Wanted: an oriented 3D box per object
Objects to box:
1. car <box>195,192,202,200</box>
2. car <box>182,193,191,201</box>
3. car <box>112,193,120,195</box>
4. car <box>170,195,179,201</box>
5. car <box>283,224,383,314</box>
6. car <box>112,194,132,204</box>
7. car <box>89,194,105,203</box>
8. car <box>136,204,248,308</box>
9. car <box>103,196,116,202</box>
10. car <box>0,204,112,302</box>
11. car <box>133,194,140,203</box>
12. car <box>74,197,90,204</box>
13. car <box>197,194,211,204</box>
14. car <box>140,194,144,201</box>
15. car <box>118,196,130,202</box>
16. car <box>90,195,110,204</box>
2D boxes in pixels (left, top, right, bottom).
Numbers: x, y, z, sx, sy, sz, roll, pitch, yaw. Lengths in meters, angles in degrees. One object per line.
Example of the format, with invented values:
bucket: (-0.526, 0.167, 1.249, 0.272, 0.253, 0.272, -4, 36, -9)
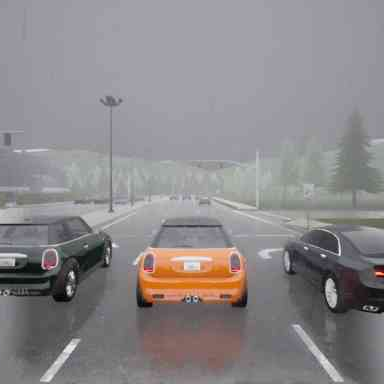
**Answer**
car: (2.135, 1.519, 88.573, 1.812, 1.442, 4.674, 0, 0, 0)
car: (-1.365, 1.220, 88.236, 2.150, 2.045, 5.566, 0, 0, 0)
car: (-16.349, 1.224, 70.224, 2.150, 2.045, 5.566, 0, 0, 0)
car: (-4.865, 1.493, 88.498, 1.837, 1.490, 4.892, 0, 0, 0)
car: (3.499, 1.505, 7.608, 1.837, 1.490, 4.892, 0, 0, 0)
car: (-12.902, 1.600, 60.939, 1.895, 1.301, 4.718, 0, 0, 0)
car: (-19.848, 1.354, 69.642, 2.097, 1.767, 4.553, 0, 0, 0)
car: (0.000, 1.352, 8.104, 2.097, 1.767, 4.553, 0, 0, 0)
car: (-19.857, 1.593, 79.931, 1.895, 1.301, 4.718, 0, 0, 0)
car: (-3.500, 1.352, 8.426, 2.097, 1.767, 4.553, 0, 0, 0)
car: (-12.848, 1.551, 69.584, 1.994, 1.385, 4.181, 0, 0, 0)
car: (-19.893, 1.600, 60.771, 1.895, 1.301, 4.718, 0, 0, 1)
car: (2.163, 1.525, 57.195, 1.812, 1.442, 4.674, 0, 0, 0)
car: (-12.857, 1.353, 79.603, 2.097, 1.767, 4.553, 0, 0, 0)
car: (-16.358, 1.593, 80.320, 1.895, 1.301, 4.718, 0, 0, 0)
car: (-16.403, 1.600, 60.561, 1.895, 1.301, 4.718, 0, 0, 0)
